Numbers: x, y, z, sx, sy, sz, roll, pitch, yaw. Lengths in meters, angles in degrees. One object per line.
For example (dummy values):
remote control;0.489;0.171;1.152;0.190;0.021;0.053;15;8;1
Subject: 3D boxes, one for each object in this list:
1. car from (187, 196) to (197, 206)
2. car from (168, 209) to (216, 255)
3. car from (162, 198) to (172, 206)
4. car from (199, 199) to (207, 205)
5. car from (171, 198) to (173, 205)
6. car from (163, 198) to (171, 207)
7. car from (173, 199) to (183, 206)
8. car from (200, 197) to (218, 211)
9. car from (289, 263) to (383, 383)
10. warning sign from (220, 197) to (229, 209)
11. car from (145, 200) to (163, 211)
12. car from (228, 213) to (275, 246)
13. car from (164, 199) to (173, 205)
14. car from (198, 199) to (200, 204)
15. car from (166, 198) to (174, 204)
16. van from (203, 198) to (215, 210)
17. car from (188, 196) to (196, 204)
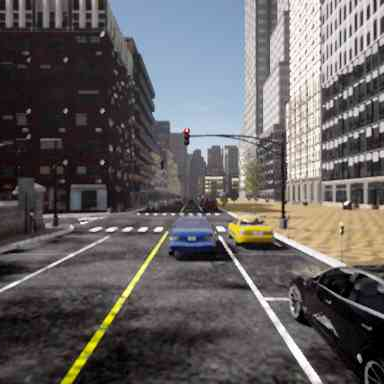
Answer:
car;-0.012;2.267;74.870;1.837;1.490;4.892;0;-1;0
car;-0.002;1.683;13.995;2.033;1.411;5.357;0;-1;0
car;-5.708;2.230;75.810;1.967;1.590;4.097;0;-1;0
car;2.672;2.398;81.336;1.887;1.381;4.507;0;-1;0
car;-5.706;2.271;70.281;1.887;1.381;4.507;0;-1;0
car;-5.705;2.215;64.756;2.008;1.369;4.403;0;-1;0
car;-3.014;2.360;73.642;1.895;1.301;4.718;0;-1;0
car;2.677;1.798;48.181;2.192;1.841;5.009;0;-1;0
car;2.685;1.610;4.502;1.947;1.339;4.313;0;-1;0
warning sign;5.063;1.633;51.440;1.300;1.860;1.060;0;0;0
car;-5.702;2.034;48.177;2.008;1.369;4.403;0;-1;0
car;2.683;1.680;15.938;1.752;1.417;4.829;0;-1;0
car;-5.708;2.435;81.335;1.802;1.307;4.206;0;-1;0
car;2.673;2.042;70.285;2.192;1.841;5.009;0;-1;0
car;-5.709;2.357;86.862;1.967;1.590;4.097;0;-1;0
van;2.676;1.883;53.706;1.690;1.788;3.998;0;-1;0
car;-0.015;2.062;87.404;2.150;2.045;5.566;0;-1;0
